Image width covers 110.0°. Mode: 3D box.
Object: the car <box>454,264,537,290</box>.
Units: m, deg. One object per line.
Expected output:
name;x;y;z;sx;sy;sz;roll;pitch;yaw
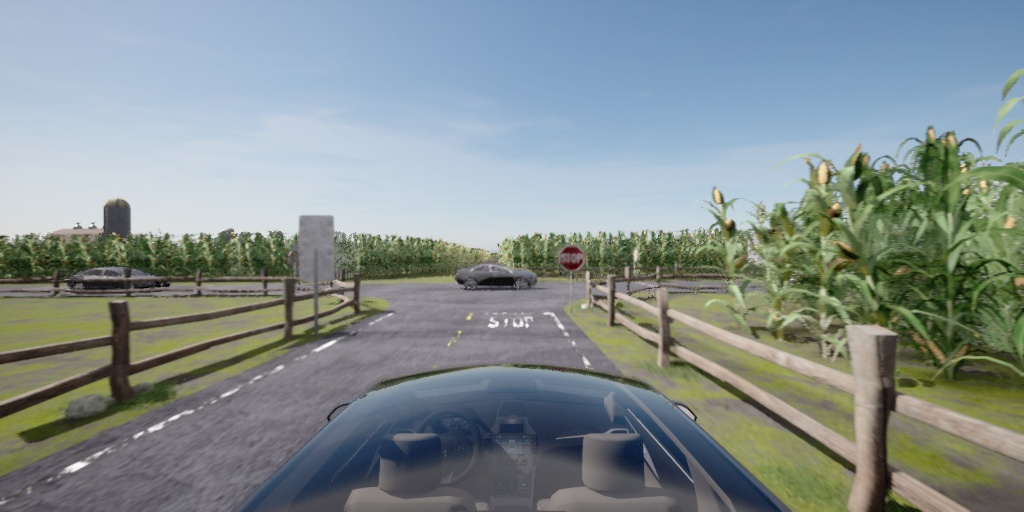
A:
car;-0.955;1.215;21.336;4.902;1.511;2.128;0;0;0

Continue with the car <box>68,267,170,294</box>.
car;-23.300;1.435;21.371;4.892;1.490;1.837;0;0;0

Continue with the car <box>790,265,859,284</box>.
car;18.926;1.120;21.304;4.674;1.442;1.812;0;0;0
